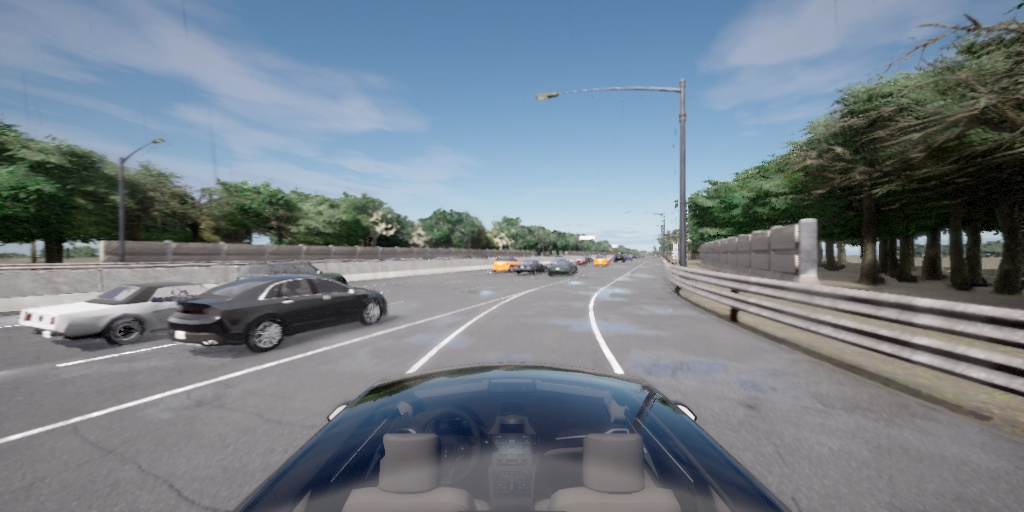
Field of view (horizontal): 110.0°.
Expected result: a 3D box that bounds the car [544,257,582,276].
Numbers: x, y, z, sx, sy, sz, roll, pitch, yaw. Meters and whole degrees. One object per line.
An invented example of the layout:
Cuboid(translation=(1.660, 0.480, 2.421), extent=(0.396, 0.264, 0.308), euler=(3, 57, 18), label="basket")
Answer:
Cuboid(translation=(4.790, 1.093, 33.263), extent=(1.994, 1.385, 4.181), euler=(0, 0, 22), label="car")

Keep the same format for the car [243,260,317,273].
Cuboid(translation=(-9.811, 1.041, 16.273), extent=(2.097, 1.767, 4.553), euler=(0, 0, 22), label="car")

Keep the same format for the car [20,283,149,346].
Cuboid(translation=(-8.823, 1.322, 9.502), extent=(1.895, 1.301, 4.718), euler=(0, 0, 22), label="car")

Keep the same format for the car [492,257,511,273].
Cuboid(translation=(-0.400, 0.874, 39.037), extent=(2.097, 1.767, 4.553), euler=(0, 0, 22), label="car")

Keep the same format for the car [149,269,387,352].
Cuboid(translation=(-5.272, 1.211, 8.931), extent=(1.837, 1.490, 4.892), euler=(0, 0, 22), label="car")

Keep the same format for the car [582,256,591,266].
Cuboid(translation=(10.917, 0.972, 57.391), extent=(1.895, 1.301, 4.718), euler=(0, 0, 22), label="car")

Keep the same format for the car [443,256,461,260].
Cuboid(translation=(-9.477, 0.786, 63.050), extent=(2.097, 1.767, 4.553), euler=(0, 0, 23), label="car")

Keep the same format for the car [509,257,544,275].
Cuboid(translation=(1.876, 1.079, 35.381), extent=(2.033, 1.411, 5.357), euler=(0, 0, 22), label="car")

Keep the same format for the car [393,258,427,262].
Cuboid(translation=(-12.583, 1.030, 46.398), extent=(2.128, 1.511, 4.902), euler=(0, 0, 23), label="car")

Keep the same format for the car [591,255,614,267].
Cuboid(translation=(14.130, 0.715, 56.008), extent=(2.097, 1.767, 4.553), euler=(0, 0, 22), label="car")

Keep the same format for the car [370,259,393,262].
Cuboid(translation=(-15.814, 1.094, 47.716), extent=(2.033, 1.411, 5.357), euler=(0, 0, 23), label="car")

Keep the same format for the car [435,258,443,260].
Cuboid(translation=(-13.095, 0.994, 63.441), extent=(2.033, 1.411, 5.357), euler=(0, 0, 23), label="car")

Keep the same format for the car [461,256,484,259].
Cuboid(translation=(-6.205, 0.920, 61.810), extent=(2.128, 1.511, 4.902), euler=(0, 0, 23), label="car")
